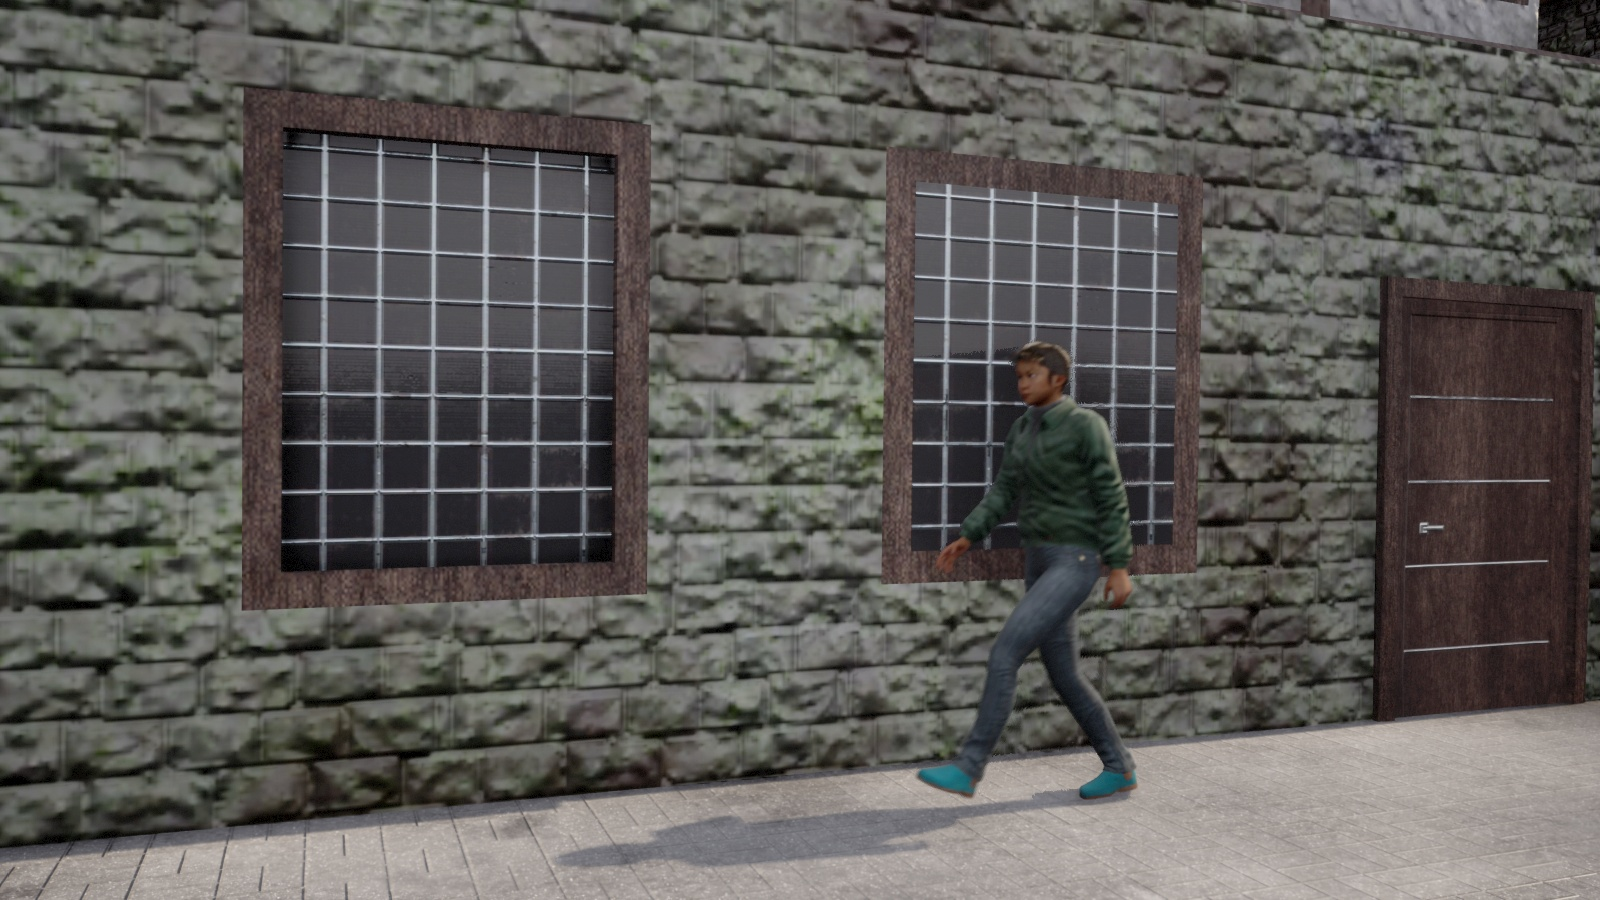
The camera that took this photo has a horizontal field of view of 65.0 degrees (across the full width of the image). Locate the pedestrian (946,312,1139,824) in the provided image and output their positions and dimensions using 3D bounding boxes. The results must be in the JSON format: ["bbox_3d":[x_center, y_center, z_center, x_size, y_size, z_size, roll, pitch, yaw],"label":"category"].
[{"bbox_3d":[0.923,0.420,4.797,0.614,1.847,0.353,-1,1,-21],"label":"pedestrian"}]
